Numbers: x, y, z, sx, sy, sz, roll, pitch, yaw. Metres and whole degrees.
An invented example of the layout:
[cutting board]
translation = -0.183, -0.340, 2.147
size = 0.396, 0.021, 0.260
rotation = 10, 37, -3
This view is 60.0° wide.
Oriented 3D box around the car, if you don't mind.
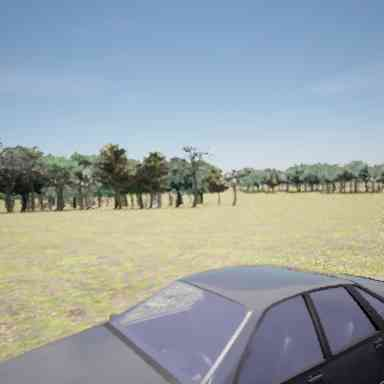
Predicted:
[car]
translation = 0.558, 1.546, 3.348
size = 5.357, 1.411, 2.033
rotation = 0, 0, -36
